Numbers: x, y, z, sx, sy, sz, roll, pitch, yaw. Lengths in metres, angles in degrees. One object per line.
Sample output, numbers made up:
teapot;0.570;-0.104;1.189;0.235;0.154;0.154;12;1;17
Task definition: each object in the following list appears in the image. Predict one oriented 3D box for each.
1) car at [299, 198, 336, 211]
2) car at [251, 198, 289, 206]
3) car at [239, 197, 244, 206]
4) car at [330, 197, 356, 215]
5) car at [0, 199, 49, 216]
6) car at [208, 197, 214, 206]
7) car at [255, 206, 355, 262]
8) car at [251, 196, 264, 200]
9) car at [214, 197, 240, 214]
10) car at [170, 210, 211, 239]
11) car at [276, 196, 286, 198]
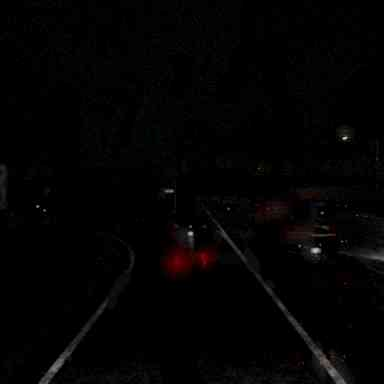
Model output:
car;10.637;1.519;29.450;1.812;1.442;4.674;0;0;0
car;7.137;1.541;30.419;2.033;1.411;5.357;0;0;0
car;7.166;1.552;53.663;1.994;1.385;4.181;0;0;0
car;14.140;1.345;32.667;2.097;1.767;4.553;0;0;0
car;-16.128;1.497;32.006;4.892;1.490;1.837;0;0;19
car;3.666;1.513;54.055;1.812;1.442;4.674;0;0;0
car;3.616;1.489;12.138;2.128;1.511;4.902;0;0;0
car;10.665;1.493;53.291;1.837;1.490;4.892;0;0;0
car;3.643;1.518;35.484;1.812;1.442;4.674;0;0;0
car;-0.198;1.597;17.331;1.895;1.301;4.718;0;0;-3
car;14.165;1.493;53.286;1.837;1.490;4.892;0;0;0
